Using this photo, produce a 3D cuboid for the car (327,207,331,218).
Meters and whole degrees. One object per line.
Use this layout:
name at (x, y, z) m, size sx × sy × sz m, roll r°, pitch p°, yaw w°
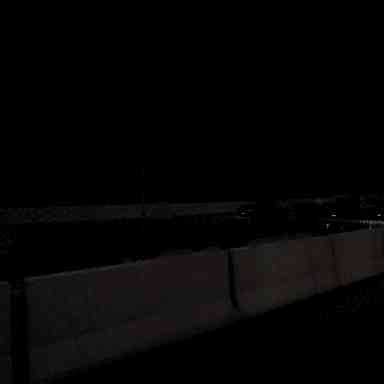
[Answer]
car at (13.944, 1.612, 30.143) m, size 2.033 × 1.411 × 5.357 m, roll 0°, pitch 0°, yaw 45°
